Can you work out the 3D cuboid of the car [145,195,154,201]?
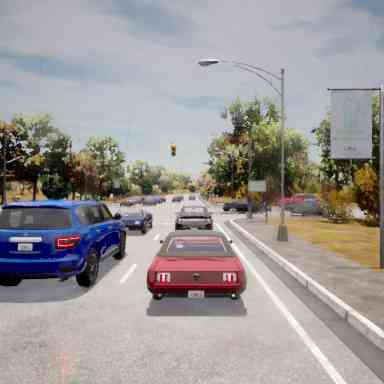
[{"bbox_3d":[-10.489,1.523,82.558,1.812,1.442,4.674,0,0,0],"label":"car"}]

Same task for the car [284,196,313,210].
[{"bbox_3d":[13.401,1.505,37.865,4.892,1.490,1.837,0,0,3],"label":"car"}]

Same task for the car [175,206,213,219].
[{"bbox_3d":[0.103,1.491,17.623,2.128,1.511,4.902,0,0,0],"label":"car"}]

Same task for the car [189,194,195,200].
[{"bbox_3d":[0.013,1.360,95.509,1.882,1.535,5.008,0,0,0],"label":"car"}]

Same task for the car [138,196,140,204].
[{"bbox_3d":[-10.538,1.525,63.806,1.812,1.442,4.674,0,0,1],"label":"car"}]

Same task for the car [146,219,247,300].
[{"bbox_3d":[0.104,1.601,8.353,1.895,1.301,4.718,0,0,0],"label":"car"}]

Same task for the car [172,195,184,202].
[{"bbox_3d":[-3.485,1.524,75.874,2.128,1.511,4.902,0,0,0],"label":"car"}]

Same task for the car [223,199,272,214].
[{"bbox_3d":[5.726,1.477,34.603,5.008,1.535,1.882,0,0,3],"label":"car"}]

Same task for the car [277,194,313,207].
[{"bbox_3d":[13.448,1.221,41.382,5.566,2.045,2.150,0,0,4],"label":"car"}]

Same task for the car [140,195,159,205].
[{"bbox_3d":[-7.074,1.526,56.137,1.812,1.442,4.674,0,0,0],"label":"car"}]

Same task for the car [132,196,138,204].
[{"bbox_3d":[-10.580,1.601,54.771,1.895,1.301,4.718,0,0,0],"label":"car"}]

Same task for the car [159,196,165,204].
[{"bbox_3d":[-7.023,1.477,65.467,1.882,1.535,5.008,0,0,1],"label":"car"}]

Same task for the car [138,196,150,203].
[{"bbox_3d":[-10.490,1.552,72.530,1.994,1.385,4.181,0,0,0],"label":"car"}]

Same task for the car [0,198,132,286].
[{"bbox_3d":[-3.403,1.221,9.507,2.150,2.045,5.566,0,0,0],"label":"car"}]

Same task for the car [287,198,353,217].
[{"bbox_3d":[11.929,1.547,30.746,5.357,1.411,2.033,0,0,3],"label":"car"}]

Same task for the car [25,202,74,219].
[{"bbox_3d":[-12.857,1.601,29.900,4.718,1.301,1.895,0,0,36],"label":"car"}]

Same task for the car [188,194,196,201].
[{"bbox_3d":[0.011,1.533,85.090,2.033,1.411,5.357,0,0,0],"label":"car"}]

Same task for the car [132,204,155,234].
[{"bbox_3d":[-3.398,1.601,19.261,1.895,1.301,4.718,0,0,0],"label":"car"}]
